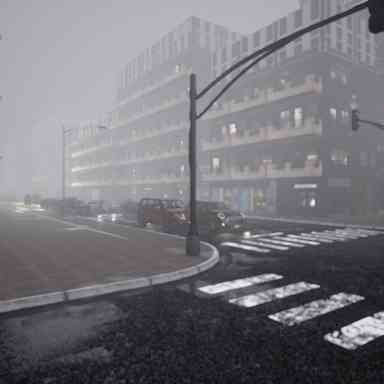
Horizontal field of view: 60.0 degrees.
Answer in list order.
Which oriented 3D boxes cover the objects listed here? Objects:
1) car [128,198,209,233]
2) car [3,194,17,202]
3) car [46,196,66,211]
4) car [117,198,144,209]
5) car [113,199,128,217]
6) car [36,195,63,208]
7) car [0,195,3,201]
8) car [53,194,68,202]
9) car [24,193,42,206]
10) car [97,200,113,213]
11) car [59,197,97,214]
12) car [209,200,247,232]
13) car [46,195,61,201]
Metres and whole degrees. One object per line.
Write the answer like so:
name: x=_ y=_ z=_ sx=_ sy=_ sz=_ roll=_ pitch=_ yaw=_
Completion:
car: x=-1.542 y=1.270 z=19.681 sx=2.192 sy=1.841 sz=5.009 roll=0 pitch=0 yaw=-36
car: x=-38.064 y=1.418 z=70.167 sx=1.802 sy=1.307 sz=4.206 roll=0 pitch=0 yaw=-36
car: x=-14.824 y=1.457 z=38.040 sx=1.947 sy=1.339 sz=4.313 roll=0 pitch=0 yaw=-36
car: x=-8.034 y=1.476 z=42.953 sx=1.802 sy=1.307 sz=4.206 roll=0 pitch=0 yaw=-36
car: x=-4.357 y=1.478 z=27.979 sx=2.033 sy=1.411 sz=5.357 roll=0 pitch=0 yaw=-36
car: x=-18.144 y=1.442 z=42.631 sx=1.947 sy=1.339 sz=4.313 roll=0 pitch=0 yaw=-36
car: x=-41.384 y=1.275 z=74.756 sx=1.967 sy=1.590 sz=4.097 roll=0 pitch=0 yaw=-36
car: x=-27.954 y=1.280 z=70.490 sx=1.967 sy=1.590 sz=4.097 roll=0 pitch=0 yaw=-36
car: x=-24.783 y=1.168 z=51.809 sx=2.192 sy=1.841 sz=5.009 roll=0 pitch=0 yaw=-36
car: x=-9.999 y=1.505 z=35.796 sx=1.895 sy=1.301 sz=4.718 roll=0 pitch=0 yaw=-36
car: x=-11.503 y=1.450 z=33.450 sx=1.887 sy=1.381 sz=4.507 roll=0 pitch=0 yaw=-36
car: x=1.213 y=1.312 z=20.208 sx=2.097 sy=1.767 sz=4.553 roll=0 pitch=0 yaw=-34
car: x=-31.273 y=1.390 z=75.078 sx=2.008 sy=1.369 sz=4.403 roll=0 pitch=0 yaw=-36
